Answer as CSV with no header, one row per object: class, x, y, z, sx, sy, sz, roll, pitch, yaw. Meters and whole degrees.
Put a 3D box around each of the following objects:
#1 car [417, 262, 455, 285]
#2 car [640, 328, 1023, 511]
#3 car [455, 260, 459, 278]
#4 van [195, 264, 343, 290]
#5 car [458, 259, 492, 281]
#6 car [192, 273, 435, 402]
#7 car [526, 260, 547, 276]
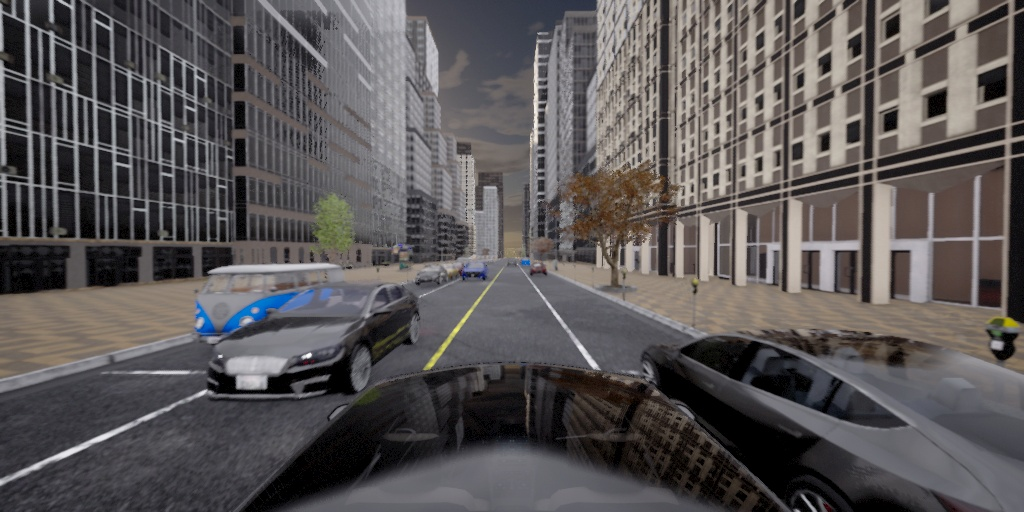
car,-5.687,1.305,25.850,2.007,1.370,4.403,0,0,0
car,2.691,1.315,3.350,1.948,1.339,4.313,0,0,0
car,-5.686,1.283,31.306,1.751,1.417,4.829,0,0,0
van,-5.689,1.091,8.976,1.690,1.789,3.998,0,0,0
car,-3.009,1.234,30.215,1.882,1.535,5.008,0,0,0
car,-3.086,1.242,6.708,2.128,1.511,4.902,0,0,0
car,2.696,1.343,37.100,1.802,1.307,4.207,0,0,0
